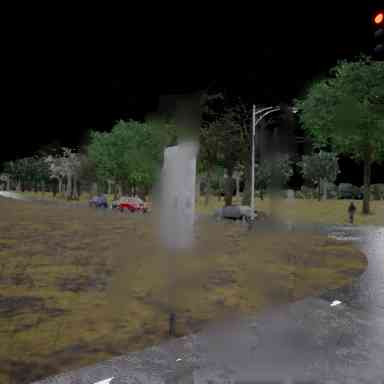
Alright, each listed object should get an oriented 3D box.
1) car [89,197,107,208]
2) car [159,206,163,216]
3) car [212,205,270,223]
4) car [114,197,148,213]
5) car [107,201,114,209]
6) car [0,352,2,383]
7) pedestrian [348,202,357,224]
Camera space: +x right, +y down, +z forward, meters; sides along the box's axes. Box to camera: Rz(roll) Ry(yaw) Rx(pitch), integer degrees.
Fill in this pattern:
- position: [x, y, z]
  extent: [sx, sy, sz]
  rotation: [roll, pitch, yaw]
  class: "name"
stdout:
- position: [-18.383, 1.964, 65.213]
  extent: [2.150, 2.045, 5.566]
  rotation: [3, -2, -36]
  class: "car"
- position: [-1.862, 1.928, 35.889]
  extent: [1.994, 1.385, 4.181]
  rotation: [3, -2, -37]
  class: "car"
- position: [3.950, 1.793, 27.833]
  extent: [2.033, 1.411, 5.357]
  rotation: [3, -2, -36]
  class: "car"
- position: [-7.952, 1.680, 44.416]
  extent: [2.150, 2.045, 5.566]
  rotation: [3, -2, -35]
  class: "car"
- position: [-12.294, 2.188, 56.734]
  extent: [1.837, 1.490, 4.892]
  rotation: [3, -2, -36]
  class: "car"
- position: [-3.455, 1.220, 0.573]
  extent: [5.566, 2.045, 2.150]
  rotation: [0, 0, -36]
  class: "car"
- position: [13.341, 1.718, 27.808]
  extent: [0.375, 1.860, 0.375]
  rotation: [2, -1, -36]
  class: "pedestrian"
